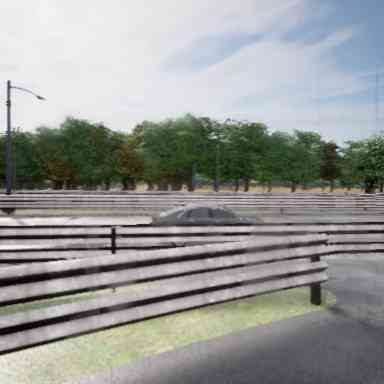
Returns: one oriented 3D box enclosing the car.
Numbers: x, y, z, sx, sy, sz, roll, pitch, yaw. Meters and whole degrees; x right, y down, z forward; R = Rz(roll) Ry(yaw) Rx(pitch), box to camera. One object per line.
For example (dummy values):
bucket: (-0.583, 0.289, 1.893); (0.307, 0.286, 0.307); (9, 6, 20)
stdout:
car: (0.763, 1.258, 13.144); (4.892, 1.490, 1.837); (0, 1, -11)
